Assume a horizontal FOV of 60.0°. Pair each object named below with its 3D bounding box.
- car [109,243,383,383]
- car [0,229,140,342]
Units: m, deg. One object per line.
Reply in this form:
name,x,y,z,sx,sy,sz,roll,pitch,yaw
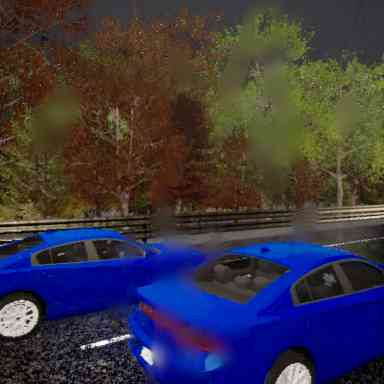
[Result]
car,1.612,1.479,4.709,5.008,1.535,1.882,0,0,-34
car,-1.926,1.478,6.551,5.008,1.535,1.882,0,0,-34
